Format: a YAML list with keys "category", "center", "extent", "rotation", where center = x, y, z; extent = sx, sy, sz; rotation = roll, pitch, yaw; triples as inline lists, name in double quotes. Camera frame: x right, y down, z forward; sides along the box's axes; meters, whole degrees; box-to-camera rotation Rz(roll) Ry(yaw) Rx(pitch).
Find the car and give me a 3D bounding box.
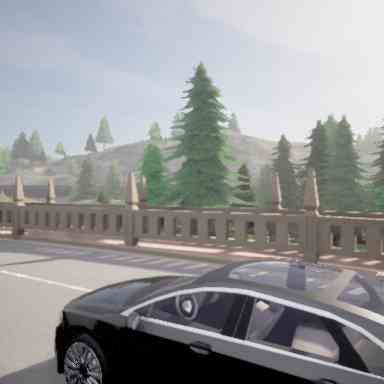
- category: "car"
  center: [0.596, 1.473, 3.338]
  extent: [4.902, 1.511, 2.128]
  rotation: [0, 0, 35]
